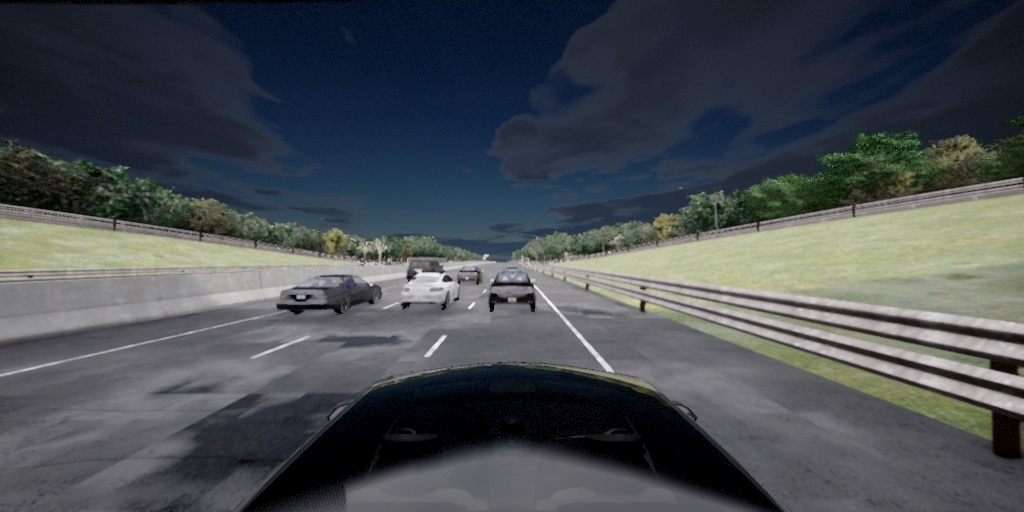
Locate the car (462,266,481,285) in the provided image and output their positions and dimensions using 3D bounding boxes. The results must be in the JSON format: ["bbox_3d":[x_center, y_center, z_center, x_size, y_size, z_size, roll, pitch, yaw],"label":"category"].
[{"bbox_3d":[-3.471,1.581,30.371,2.128,1.511,4.902,0,-1,1],"label":"car"}]

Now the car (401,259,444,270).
[{"bbox_3d":[-6.984,1.300,29.442,2.150,2.045,5.566,0,0,0],"label":"car"}]

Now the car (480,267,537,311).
[{"bbox_3d":[0.026,1.395,15.367,2.128,1.511,4.902,0,-1,1],"label":"car"}]

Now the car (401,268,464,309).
[{"bbox_3d":[-3.471,1.433,15.759,1.812,1.442,4.674,0,0,1],"label":"car"}]

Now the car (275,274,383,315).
[{"bbox_3d":[-6.987,1.439,14.404,2.033,1.411,5.357,0,-1,0],"label":"car"}]
